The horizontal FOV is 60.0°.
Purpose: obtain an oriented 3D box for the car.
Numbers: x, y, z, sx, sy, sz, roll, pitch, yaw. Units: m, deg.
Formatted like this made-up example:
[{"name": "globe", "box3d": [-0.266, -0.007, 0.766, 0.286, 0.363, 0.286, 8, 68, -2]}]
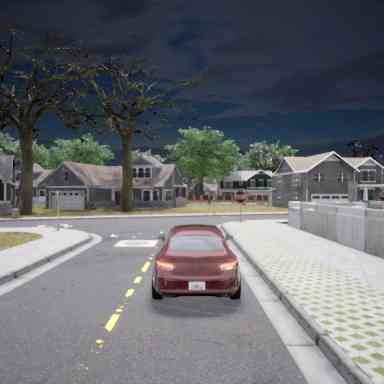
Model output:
[{"name": "car", "box3d": [0.087, 1.527, 8.295, 1.812, 1.442, 4.674, 0, 0, 0]}]
